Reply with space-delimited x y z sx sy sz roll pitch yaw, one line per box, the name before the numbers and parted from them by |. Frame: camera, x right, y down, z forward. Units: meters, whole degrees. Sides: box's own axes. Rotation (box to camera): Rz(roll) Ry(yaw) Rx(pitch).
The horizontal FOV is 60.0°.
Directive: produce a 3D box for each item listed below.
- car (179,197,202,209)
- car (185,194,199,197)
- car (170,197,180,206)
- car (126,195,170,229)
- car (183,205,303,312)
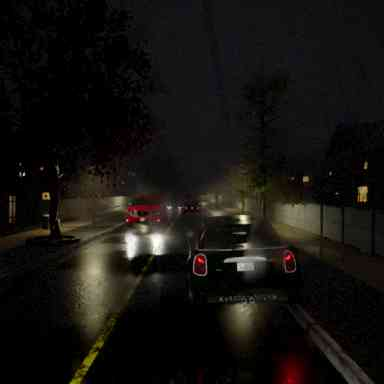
car | 0.048 1.571 33.966 2.033 1.411 5.357 0 0 1
car | 0.007 1.257 44.618 2.150 2.045 5.566 0 0 1
car | -2.780 1.554 54.779 1.837 1.490 4.892 0 0 0
car | -2.862 1.235 21.995 2.150 2.045 5.566 0 0 0
car | 0.927 1.324 7.887 2.097 1.767 4.553 -2 0 0
